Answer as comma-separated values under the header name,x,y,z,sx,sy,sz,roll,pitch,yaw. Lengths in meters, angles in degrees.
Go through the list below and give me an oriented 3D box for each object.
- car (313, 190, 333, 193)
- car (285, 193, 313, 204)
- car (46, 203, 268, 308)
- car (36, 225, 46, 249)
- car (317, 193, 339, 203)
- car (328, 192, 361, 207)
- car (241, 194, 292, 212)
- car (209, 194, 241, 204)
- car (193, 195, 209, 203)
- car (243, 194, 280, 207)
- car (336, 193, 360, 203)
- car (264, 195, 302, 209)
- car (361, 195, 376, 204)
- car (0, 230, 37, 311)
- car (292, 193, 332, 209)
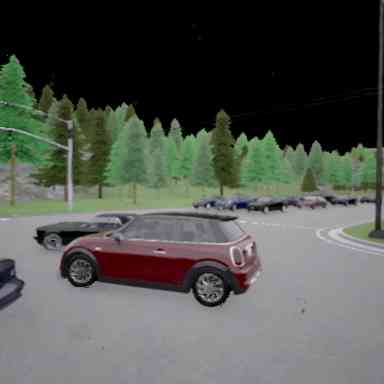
name,x,y,z,sx,sy,sz,roll,pitch,yaw
car,18.233,0.765,47.067,5.566,2.045,2.150,0,1,-44
car,16.091,0.994,49.863,4.892,1.490,1.837,0,1,-44
car,-0.773,1.245,7.717,4.553,1.767,2.097,1,1,22
car,-3.132,1.418,12.029,4.718,1.301,1.895,1,1,7
car,23.296,0.985,56.924,4.674,1.442,1.812,0,1,-45
car,20.284,1.076,44.193,5.008,1.535,1.882,0,1,-45
car,7.027,1.135,31.017,1.882,1.535,5.008,1,1,45
car,4.281,0.958,33.205,2.097,1.767,4.553,1,1,45
car,2.091,1.056,35.976,1.837,1.490,4.892,1,1,45
car,8.987,1.068,42.858,5.357,1.411,2.033,0,1,-44
car,25.400,1.017,54.143,4.892,1.490,1.837,0,1,-44
car,10.980,1.123,39.909,5.357,1.411,2.033,0,1,-45
car,27.746,1.113,51.540,5.357,1.411,2.033,0,1,-45
car,-5.582,1.434,5.109,5.357,1.411,2.033,0,1,-1
car,13.644,1.153,37.610,4.674,1.442,1.812,0,1,-45
